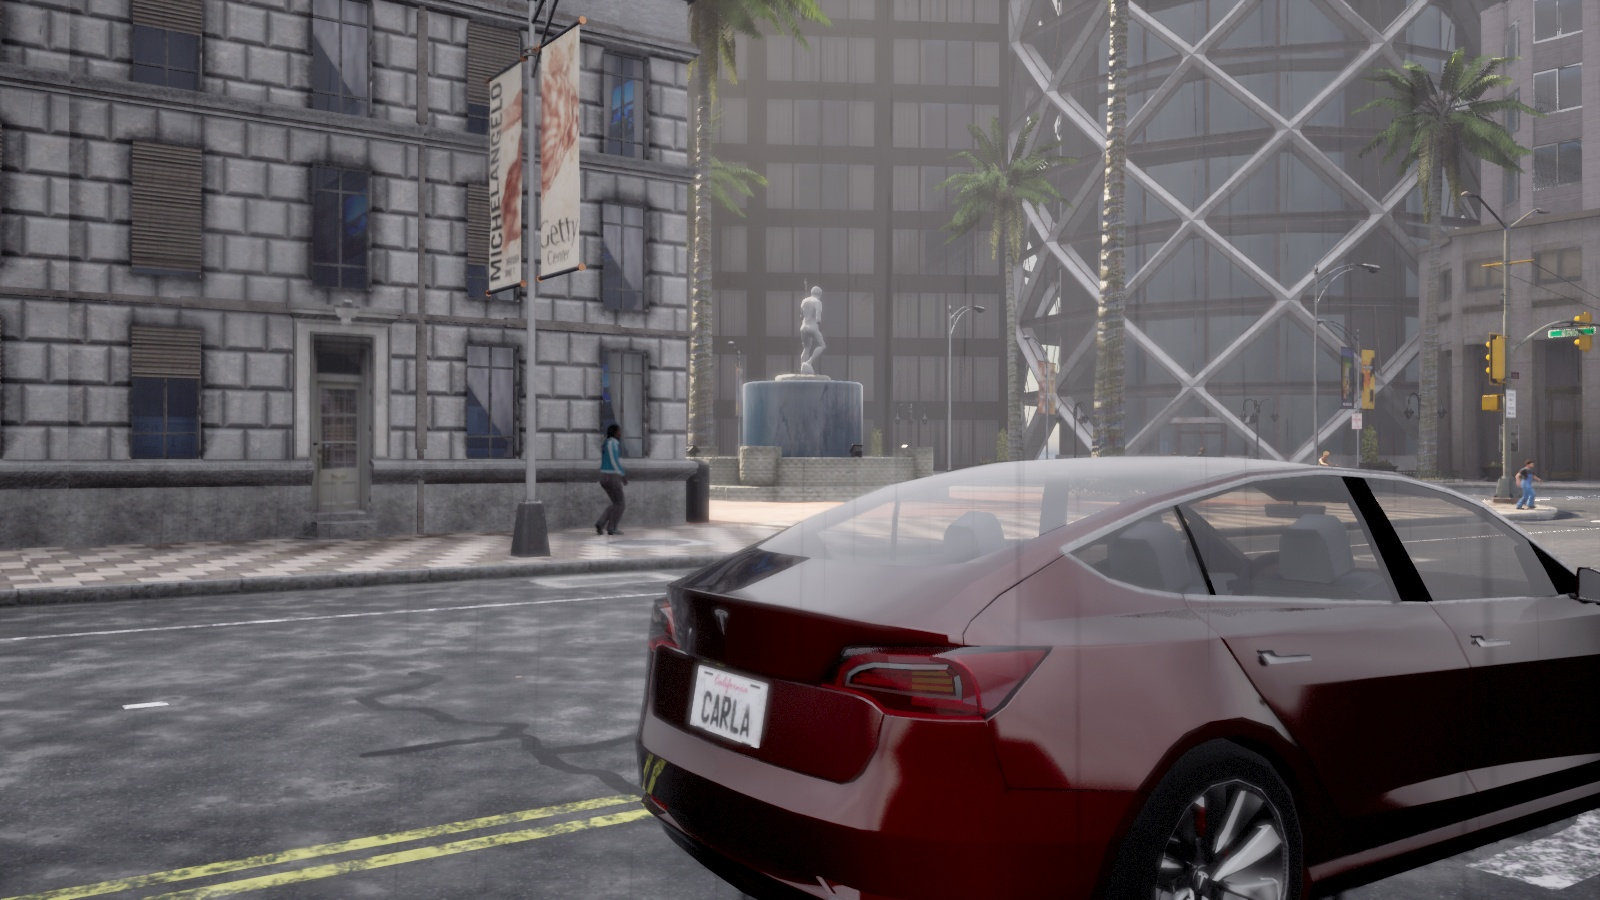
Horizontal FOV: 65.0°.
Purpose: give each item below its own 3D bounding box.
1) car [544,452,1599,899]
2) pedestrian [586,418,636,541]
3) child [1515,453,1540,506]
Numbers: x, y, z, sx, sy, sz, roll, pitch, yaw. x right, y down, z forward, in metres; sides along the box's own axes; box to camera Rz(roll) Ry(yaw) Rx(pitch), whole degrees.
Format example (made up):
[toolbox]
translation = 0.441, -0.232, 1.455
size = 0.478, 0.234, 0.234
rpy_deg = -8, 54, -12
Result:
[car]
translation = 1.700, 0.753, 4.825
size = 4.792, 1.488, 2.163
rpy_deg = 0, 0, -35
[pedestrian]
translation = -3.019, 0.457, 20.052
size = 0.692, 1.930, 0.396
rpy_deg = 0, 0, -30
[child]
translation = 17.547, 0.712, 30.299
size = 0.270, 1.263, 0.437
rpy_deg = 0, 0, -35
